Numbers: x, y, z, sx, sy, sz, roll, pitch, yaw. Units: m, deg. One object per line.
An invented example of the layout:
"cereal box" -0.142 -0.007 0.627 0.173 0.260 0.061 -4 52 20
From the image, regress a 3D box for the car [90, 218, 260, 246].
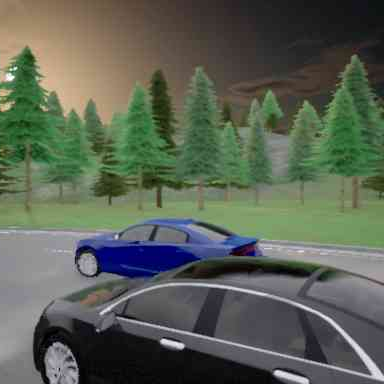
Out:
"car" -0.765 1.394 8.352 5.008 1.535 1.882 0 0 29

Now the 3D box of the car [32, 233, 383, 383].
"car" 0.345 1.464 3.447 4.892 1.490 1.837 0 0 33
